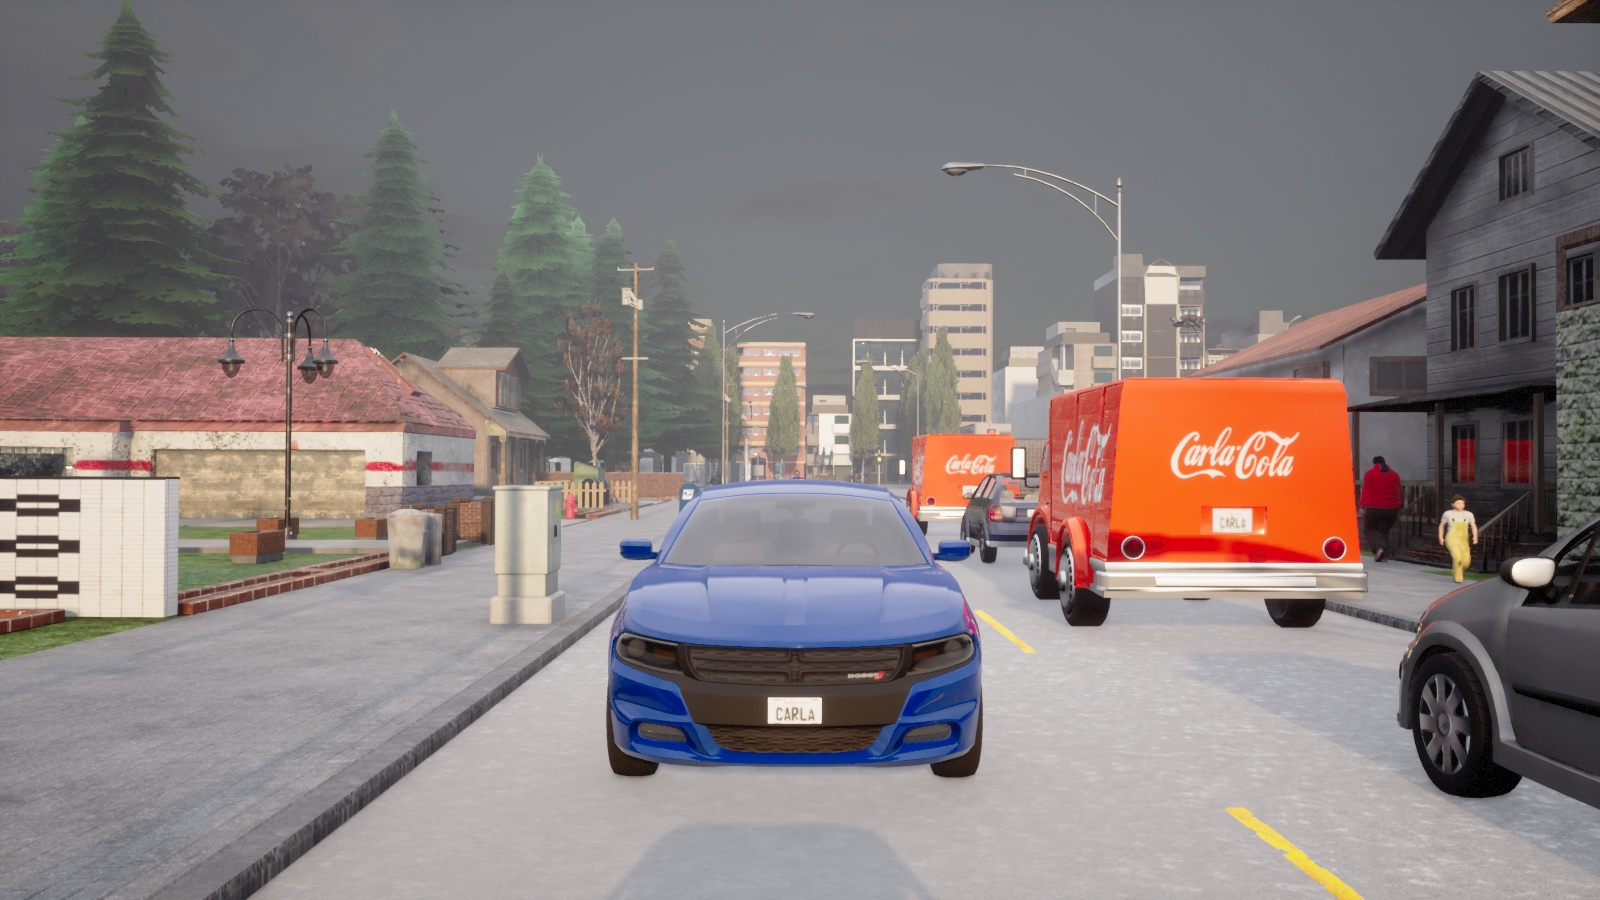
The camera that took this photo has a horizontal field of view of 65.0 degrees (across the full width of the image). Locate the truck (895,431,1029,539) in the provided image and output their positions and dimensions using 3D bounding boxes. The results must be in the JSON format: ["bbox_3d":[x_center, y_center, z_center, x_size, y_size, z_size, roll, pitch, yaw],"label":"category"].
[{"bbox_3d":[3.919,0.840,31.491,2.627,2.467,5.204,0,-1,-1],"label":"truck"}]

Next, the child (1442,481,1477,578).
[{"bbox_3d":[8.784,1.049,16.729,0.270,1.263,0.437,0,-1,9],"label":"child"}]

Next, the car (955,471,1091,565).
[{"bbox_3d":[3.938,1.158,22.732,1.789,1.549,3.705,0,-1,0],"label":"car"}]

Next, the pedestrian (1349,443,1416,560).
[{"bbox_3d":[9.384,0.826,20.273,0.634,1.844,0.899,0,-1,-1],"label":"pedestrian"}]

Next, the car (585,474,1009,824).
[{"bbox_3d":[-0.024,0.928,8.083,1.882,1.535,5.008,0,-1,0],"label":"car"}]

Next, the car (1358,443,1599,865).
[{"bbox_3d":[3.986,0.778,4.860,1.851,1.617,3.988,0,-1,0],"label":"car"}]

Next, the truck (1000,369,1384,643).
[{"bbox_3d":[3.953,0.546,13.944,2.627,2.467,5.204,0,-1,0],"label":"truck"}]
